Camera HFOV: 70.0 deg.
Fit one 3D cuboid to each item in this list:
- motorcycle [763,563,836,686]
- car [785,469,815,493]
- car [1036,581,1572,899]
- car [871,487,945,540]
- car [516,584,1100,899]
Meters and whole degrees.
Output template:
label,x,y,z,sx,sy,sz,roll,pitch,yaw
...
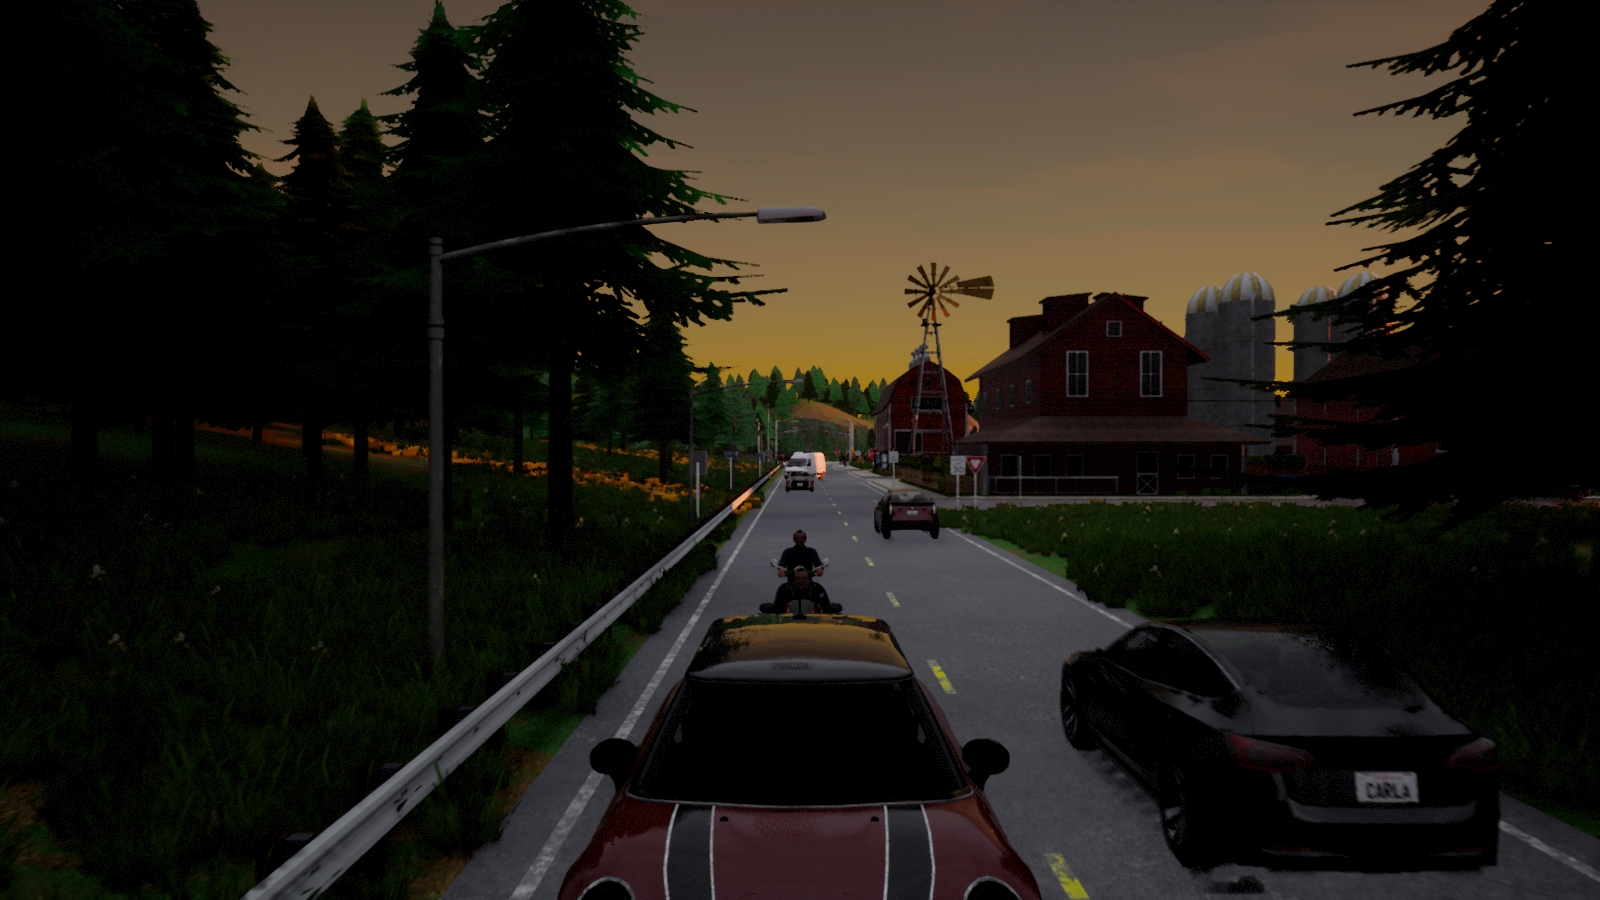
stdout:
label,x,y,z,sx,sy,sz,roll,pitch,yaw
motorcycle,-0.003,2.207,14.810,0.867,1.251,2.209,0,0,0
car,-0.015,2.072,76.453,1.970,1.475,3.806,0,0,0
car,3.471,2.064,9.144,2.163,1.488,4.792,0,0,0
car,3.490,2.042,37.648,2.007,1.525,4.514,0,0,0
car,0.030,1.905,6.380,2.097,1.767,4.553,0,0,0
